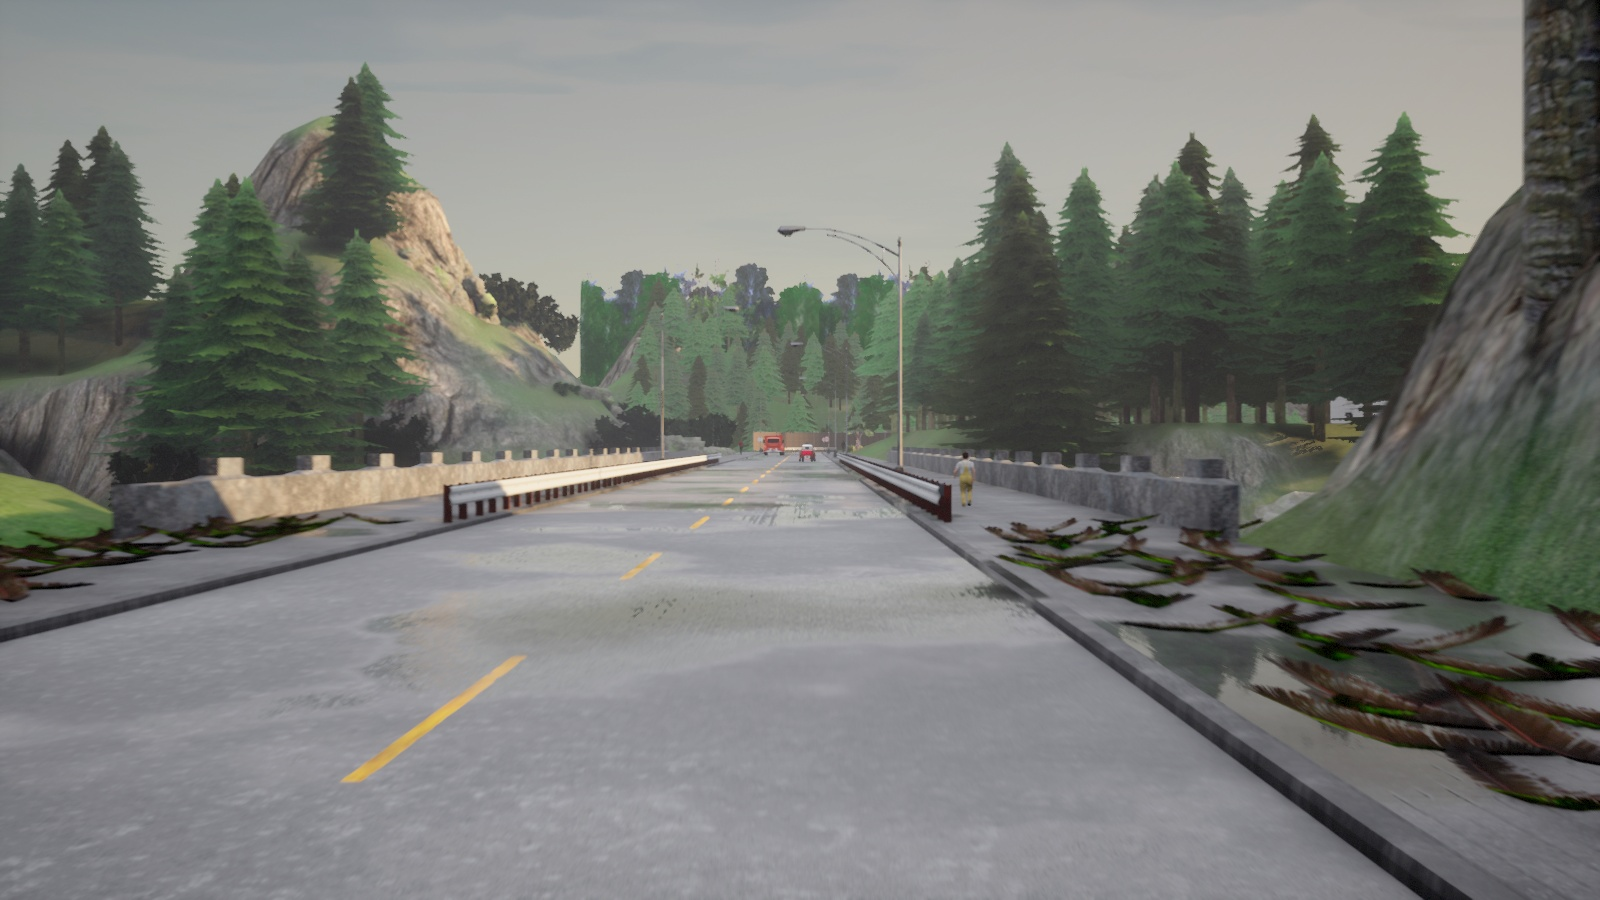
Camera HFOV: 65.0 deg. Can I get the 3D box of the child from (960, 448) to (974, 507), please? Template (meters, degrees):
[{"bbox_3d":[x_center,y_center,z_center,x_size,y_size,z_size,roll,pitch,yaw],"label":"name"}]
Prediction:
[{"bbox_3d":[3.621,0.588,27.197,0.270,1.263,0.437,0,0,2],"label":"child"}]
